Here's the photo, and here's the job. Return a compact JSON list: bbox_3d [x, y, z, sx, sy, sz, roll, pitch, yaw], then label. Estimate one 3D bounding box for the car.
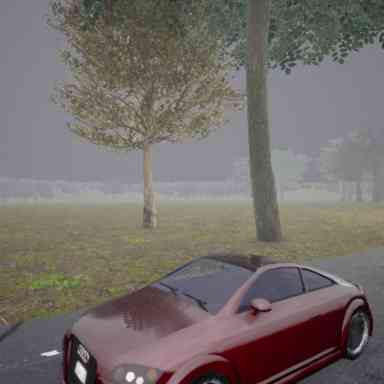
[{"bbox_3d":[0.539,1.563,4.392,4.181,1.385,1.994,0,0,-36],"label":"car"}]
